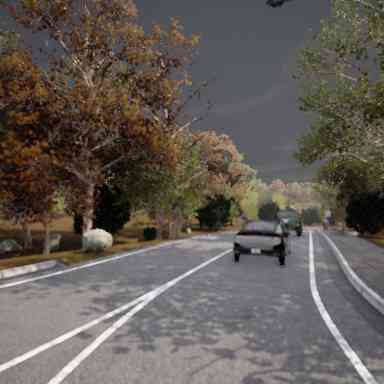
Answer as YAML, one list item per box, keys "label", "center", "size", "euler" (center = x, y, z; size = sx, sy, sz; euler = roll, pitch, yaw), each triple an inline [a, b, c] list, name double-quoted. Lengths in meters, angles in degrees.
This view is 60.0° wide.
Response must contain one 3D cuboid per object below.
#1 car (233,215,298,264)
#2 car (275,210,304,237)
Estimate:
- label: "car"
  center: [2.929, 1.849, 13.324]
  size: [2.128, 1.511, 4.902]
  euler: [0, -2, 20]
- label: "car"
  center: [7.861, 2.530, 27.268]
  size: [2.150, 2.045, 5.566]
  euler: [0, -5, 20]
